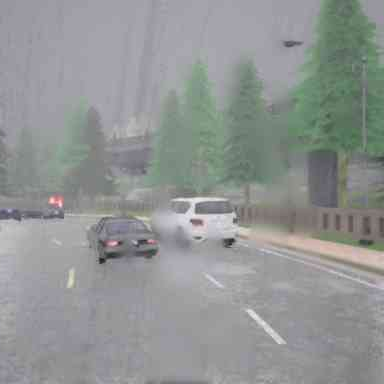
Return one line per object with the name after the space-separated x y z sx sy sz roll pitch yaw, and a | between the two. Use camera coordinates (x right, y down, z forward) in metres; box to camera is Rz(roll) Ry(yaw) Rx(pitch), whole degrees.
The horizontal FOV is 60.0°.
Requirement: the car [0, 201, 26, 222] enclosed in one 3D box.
-16.172 1.562 27.438 4.553 1.767 2.097 -1 0 33 | car

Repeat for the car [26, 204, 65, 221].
-13.308 1.755 29.690 4.181 1.385 1.994 -1 0 34 | car

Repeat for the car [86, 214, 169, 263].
-2.774 1.604 12.400 2.033 1.411 5.357 0 0 -23 | car

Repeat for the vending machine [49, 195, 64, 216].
-14.308 1.410 35.174 0.880 2.100 1.100 -1 0 28 | vending machine

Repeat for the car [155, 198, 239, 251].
-0.078 1.261 14.559 2.150 2.045 5.566 0 0 -24 | car
